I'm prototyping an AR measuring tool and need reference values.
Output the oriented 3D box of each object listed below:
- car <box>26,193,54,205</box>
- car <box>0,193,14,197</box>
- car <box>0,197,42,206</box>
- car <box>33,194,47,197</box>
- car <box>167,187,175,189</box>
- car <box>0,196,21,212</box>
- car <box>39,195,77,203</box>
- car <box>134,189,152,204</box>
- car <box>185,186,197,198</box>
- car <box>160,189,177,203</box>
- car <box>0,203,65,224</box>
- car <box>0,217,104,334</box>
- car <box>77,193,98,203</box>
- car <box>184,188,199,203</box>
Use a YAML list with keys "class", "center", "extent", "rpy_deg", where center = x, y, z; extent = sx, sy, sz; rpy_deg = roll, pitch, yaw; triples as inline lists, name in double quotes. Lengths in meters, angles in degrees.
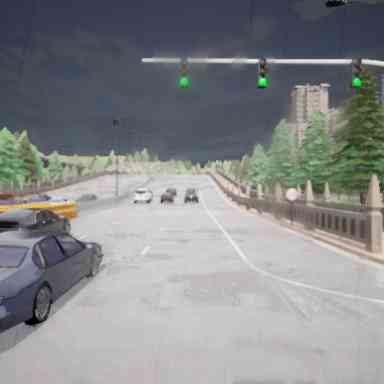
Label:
- class: "car"
  center: [-21.093, 0.975, 46.469]
  extent: [1.994, 1.385, 4.181]
  rpy_deg: [0, 3, 0]
- class: "car"
  center: [-17.583, 1.087, 29.027]
  extent: [2.150, 2.045, 5.566]
  rpy_deg: [0, 0, 0]
- class: "car"
  center: [-14.093, 1.371, 25.947]
  extent: [2.128, 1.511, 4.902]
  rpy_deg: [0, 0, 0]
- class: "car"
  center: [-17.553, 1.298, 39.108]
  extent: [1.994, 1.385, 4.181]
  rpy_deg: [0, 2, 0]
- class: "car"
  center: [-3.660, -0.097, 58.777]
  extent: [2.128, 1.511, 4.902]
  rpy_deg: [0, 6, 0]
- class: "car"
  center: [-21.047, 1.274, 36.538]
  extent: [1.882, 1.535, 5.008]
  rpy_deg: [0, 1, 0]
- class: "car"
  center: [-14.074, 1.349, 34.910]
  extent: [1.812, 1.442, 4.674]
  rpy_deg: [0, 1, 0]
- class: "car"
  center: [-7.104, 0.503, 48.583]
  extent: [2.150, 2.045, 5.566]
  rpy_deg: [0, 4, 0]
- class: "car"
  center: [-0.160, -0.042, 58.801]
  extent: [2.033, 1.411, 5.357]
  rpy_deg: [0, 6, 0]
- class: "car"
  center: [-3.604, 0.796, 48.484]
  extent: [1.837, 1.490, 4.892]
  rpy_deg: [0, 4, 0]
- class: "car"
  center: [-6.899, 1.437, 14.467]
  extent: [1.837, 1.490, 4.892]
  rpy_deg: [0, 0, 0]
- class: "car"
  center: [-3.399, 1.515, 6.944]
  extent: [2.033, 1.411, 5.357]
  rpy_deg: [0, 0, 0]
- class: "car"
  center: [-14.091, 1.000, 44.953]
  extent: [1.837, 1.490, 4.892]
  rpy_deg: [0, 3, 0]
- class: "car"
  center: [-0.105, 0.627, 48.737]
  extent: [2.097, 1.767, 4.553]
  rpy_deg: [0, 4, 0]
